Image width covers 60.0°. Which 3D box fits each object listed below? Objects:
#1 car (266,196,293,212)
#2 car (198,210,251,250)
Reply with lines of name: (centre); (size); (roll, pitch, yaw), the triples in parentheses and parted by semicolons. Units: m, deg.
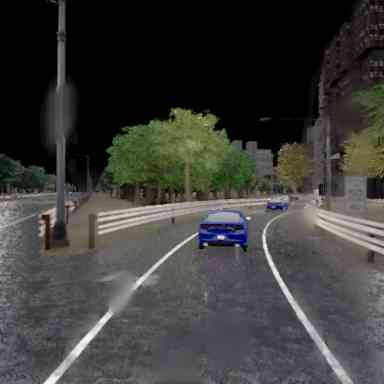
car: (10.267, 1.525, 39.557); (1.882, 1.535, 5.008); (0, 0, 27)
car: (1.500, 1.502, 14.497); (1.882, 1.535, 5.008); (0, 0, 10)
